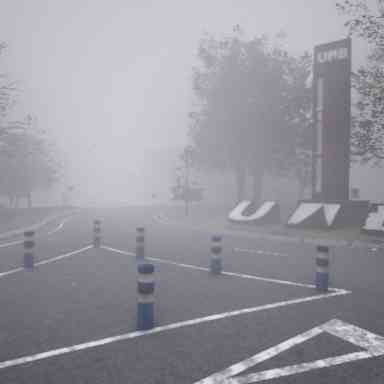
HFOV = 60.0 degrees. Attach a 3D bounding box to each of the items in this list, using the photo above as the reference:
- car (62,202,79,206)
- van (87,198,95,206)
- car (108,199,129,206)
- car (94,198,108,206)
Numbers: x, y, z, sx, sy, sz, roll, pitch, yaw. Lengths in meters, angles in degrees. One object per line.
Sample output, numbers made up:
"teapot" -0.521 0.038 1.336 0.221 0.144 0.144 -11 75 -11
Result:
"car" -30.984 3.289 85.953 4.674 1.452 2.002 -4 -3 44
"van" -23.170 2.529 78.342 4.442 1.987 1.878 -4 -3 44
"car" -15.202 2.293 70.602 4.674 1.452 2.002 -4 -5 44
"car" -19.147 2.530 74.421 4.792 1.488 2.163 -4 -3 44
